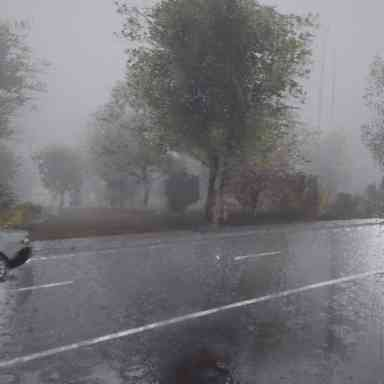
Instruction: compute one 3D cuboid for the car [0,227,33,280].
[{"bbox_3d":[-6.454,1.446,7.850,4.902,1.511,2.128,1,0,-36],"label":"car"}]
